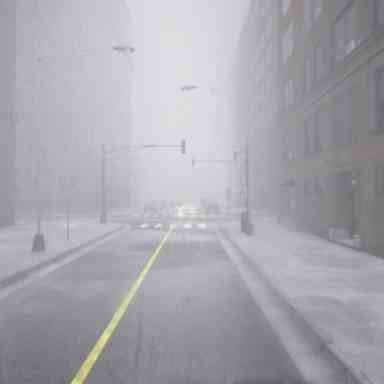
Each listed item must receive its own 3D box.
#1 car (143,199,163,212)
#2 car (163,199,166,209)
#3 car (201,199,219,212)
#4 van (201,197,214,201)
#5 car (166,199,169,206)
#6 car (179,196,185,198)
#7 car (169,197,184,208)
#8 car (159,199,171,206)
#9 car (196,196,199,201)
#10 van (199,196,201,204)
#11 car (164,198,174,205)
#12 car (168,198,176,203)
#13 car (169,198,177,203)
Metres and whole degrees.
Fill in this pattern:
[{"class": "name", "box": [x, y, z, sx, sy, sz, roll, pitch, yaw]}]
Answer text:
[{"class": "car", "box": [-5.389, 1.942, 44.077, 1.947, 1.339, 4.313, 0, 0, 0]}, {"class": "car", "box": [-5.390, 2.006, 49.759, 1.802, 1.307, 4.206, 0, 0, 0]}, {"class": "car", "box": [2.636, 1.928, 44.077, 2.008, 1.369, 4.403, 0, 0, 0]}, {"class": "van", "box": [2.635, 1.765, 49.761, 1.690, 1.788, 3.998, 0, 0, 0]}, {"class": "car", "box": [-5.390, 2.036, 55.441, 1.947, 1.339, 4.313, 0, 0, 0]}, {"class": "car", "box": [-2.752, 2.209, 73.290, 1.895, 1.301, 4.718, 0, 0, 0]}, {"class": "car", "box": [-2.797, 2.018, 58.089, 1.812, 1.442, 4.674, 0, 0, 1]}, {"class": "car", "box": [-5.390, 2.113, 66.805, 2.008, 1.369, 4.403, 0, 0, 0]}, {"class": "car", "box": [2.635, 2.227, 84.022, 1.752, 1.417, 4.829, 0, 0, 0]}, {"class": "van", "box": [2.635, 1.858, 61.125, 1.690, 1.788, 3.998, 0, 0, 0]}, {"class": "car", "box": [-5.390, 2.220, 78.169, 1.947, 1.339, 4.313, 0, 0, 0]}, {"class": "car", "box": [-5.391, 2.290, 89.534, 1.887, 1.381, 4.507, 0, 0, 0]}, {"class": "car", "box": [-5.391, 2.341, 95.216, 2.008, 1.369, 4.403, 0, 0, 0]}]
